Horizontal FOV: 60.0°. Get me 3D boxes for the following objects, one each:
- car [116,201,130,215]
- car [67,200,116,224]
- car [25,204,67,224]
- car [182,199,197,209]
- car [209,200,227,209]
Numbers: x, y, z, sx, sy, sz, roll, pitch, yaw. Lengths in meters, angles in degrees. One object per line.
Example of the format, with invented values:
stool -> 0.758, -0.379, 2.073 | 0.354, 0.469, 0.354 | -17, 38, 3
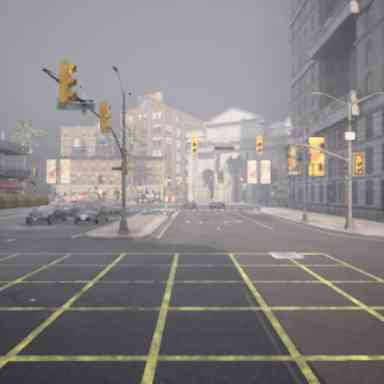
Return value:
car -> -8.041, 1.802, 36.478 | 1.837, 1.490, 4.892 | 0, 0, 0
car -> -8.033, 1.713, 27.101 | 2.128, 1.511, 4.902 | 0, 0, 0
car -> -11.530, 1.745, 26.787 | 1.812, 1.442, 4.674 | 0, 0, 0
car -> -0.412, 1.924, 53.370 | 2.128, 1.511, 4.902 | 0, 0, -8
car -> 4.158, 1.996, 53.399 | 1.994, 1.385, 4.181 | 0, 0, 20
